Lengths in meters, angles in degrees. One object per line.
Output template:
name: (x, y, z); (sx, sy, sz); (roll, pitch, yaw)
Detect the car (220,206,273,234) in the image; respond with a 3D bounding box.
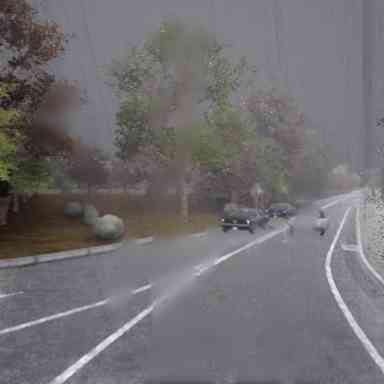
car: (3.260, 1.666, 19.981); (1.895, 1.301, 4.718); (1, 0, 25)

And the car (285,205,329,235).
car: (7.203, 1.727, 20.150); (1.895, 1.301, 4.718); (1, 0, 26)

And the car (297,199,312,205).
car: (13.570, 1.556, 40.763); (2.033, 1.411, 5.357); (1, 1, 27)

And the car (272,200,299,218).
car: (7.801, 1.669, 29.192); (1.895, 1.301, 4.718); (1, 1, 26)
